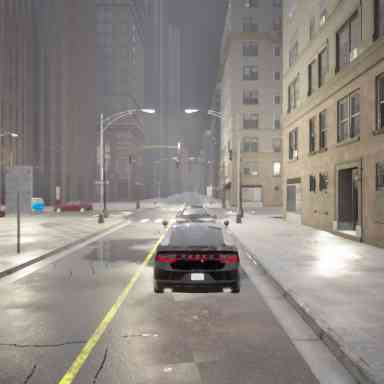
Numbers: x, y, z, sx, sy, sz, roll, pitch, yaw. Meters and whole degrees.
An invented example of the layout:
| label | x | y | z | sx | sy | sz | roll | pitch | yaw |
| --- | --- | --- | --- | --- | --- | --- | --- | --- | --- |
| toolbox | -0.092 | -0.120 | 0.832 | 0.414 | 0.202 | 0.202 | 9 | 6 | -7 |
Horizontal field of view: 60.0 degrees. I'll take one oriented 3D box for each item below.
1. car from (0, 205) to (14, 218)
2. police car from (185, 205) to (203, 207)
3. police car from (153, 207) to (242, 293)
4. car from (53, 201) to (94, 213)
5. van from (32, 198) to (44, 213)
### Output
| label | x | y | z | sx | sy | sz | roll | pitch | yaw |
| --- | --- | --- | --- | --- | --- | --- | --- | --- | --- |
| car | -19.599 | 1.523 | 30.659 | 5.009 | 1.841 | 2.192 | -1 | 0 | 0 |
| police car | 0.128 | 1.510 | 18.581 | 2.038 | 1.542 | 4.974 | 0 | 0 | 0 |
| police car | 0.111 | 1.427 | 8.977 | 1.930 | 1.638 | 5.238 | 0 | 0 | 0 |
| car | -13.941 | 1.726 | 39.160 | 4.507 | 1.381 | 1.887 | -1 | 0 | 0 |
| van | -19.567 | 1.591 | 39.185 | 3.998 | 1.788 | 1.690 | -1 | 0 | 0 |
